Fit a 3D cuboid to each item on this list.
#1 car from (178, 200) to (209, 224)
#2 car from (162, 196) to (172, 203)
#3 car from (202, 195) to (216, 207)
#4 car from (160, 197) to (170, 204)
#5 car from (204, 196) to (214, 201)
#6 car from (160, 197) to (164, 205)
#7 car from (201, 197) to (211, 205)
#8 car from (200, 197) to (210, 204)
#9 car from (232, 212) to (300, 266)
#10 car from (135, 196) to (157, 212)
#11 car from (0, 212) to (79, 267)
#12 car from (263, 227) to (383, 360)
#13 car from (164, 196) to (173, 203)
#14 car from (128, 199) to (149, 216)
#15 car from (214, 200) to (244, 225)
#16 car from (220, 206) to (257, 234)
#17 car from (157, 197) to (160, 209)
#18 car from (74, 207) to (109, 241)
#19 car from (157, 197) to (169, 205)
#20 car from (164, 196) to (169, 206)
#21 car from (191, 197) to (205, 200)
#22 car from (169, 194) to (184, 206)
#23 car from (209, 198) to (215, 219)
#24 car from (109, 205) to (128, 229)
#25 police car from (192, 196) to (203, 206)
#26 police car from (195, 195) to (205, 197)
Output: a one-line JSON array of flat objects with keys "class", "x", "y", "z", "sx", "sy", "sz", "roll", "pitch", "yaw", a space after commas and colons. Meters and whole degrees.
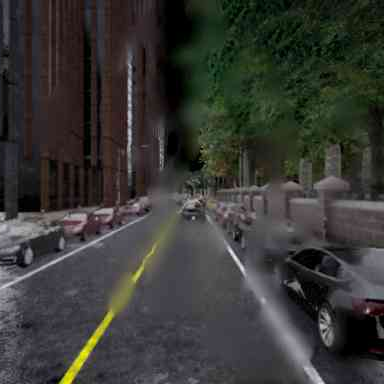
[{"class": "car", "x": 0.106, "y": 1.596, "z": 25.872, "sx": 1.837, "sy": 1.490, "sz": 4.892, "roll": 0, "pitch": 0, "yaw": 0}, {"class": "car", "x": -5.744, "y": 1.729, "z": 76.919, "sx": 1.967, "sy": 1.590, "sz": 4.097, "roll": 0, "pitch": 0, "yaw": 0}, {"class": "car", "x": 2.776, "y": 1.515, "z": 55.092, "sx": 2.192, "sy": 1.841, "sz": 5.009, "roll": 0, "pitch": 0, "yaw": 0}, {"class": "car", "x": -5.745, "y": 1.811, "z": 71.461, "sx": 1.887, "sy": 1.381, "sz": 4.507, "roll": 0, "pitch": 0, "yaw": 0}, {"class": "car", "x": 2.773, "y": 1.683, "z": 44.348, "sx": 1.752, "sy": 1.417, "sz": 4.829, "roll": 0, "pitch": 0, "yaw": 0}, {"class": "car", "x": -5.751, "y": 1.723, "z": 49.633, "sx": 1.887, "sy": 1.381, "sz": 4.507, "roll": 0, "pitch": 0, "yaw": 0}, {"class": "car", "x": 2.779, "y": 1.770, "z": 66.175, "sx": 1.752, "sy": 1.417, "sz": 4.829, "roll": 0, "pitch": 0, "yaw": 0}, {"class": "car", "x": 2.780, "y": 1.832, "z": 71.461, "sx": 1.947, "sy": 1.339, "sz": 4.313, "roll": 0, "pitch": 0, "yaw": 0}, {"class": "car", "x": 2.765, "y": 1.591, "z": 11.439, "sx": 2.008, "sy": 1.369, "sz": 4.403, "roll": 0, "pitch": 0, "yaw": 0}, {"class": "car", "x": -5.753, "y": 1.451, "z": 38.720, "sx": 2.192, "sy": 1.841, "sz": 5.009, "roll": 0, "pitch": 0, "yaw": 0}, {"class": "car", "x": -5.760, "y": 1.591, "z": 11.434, "sx": 2.008, "sy": 1.369, "sz": 4.403, "roll": 0, "pitch": 0, "yaw": 0}, {"class": "car", "x": 2.764, "y": 1.587, "z": 5.983, "sx": 1.947, "sy": 1.339, "sz": 4.313, "roll": 0, "pitch": 0, "yaw": 0}, {"class": "car", "x": -5.742, "y": 1.836, "z": 82.205, "sx": 1.752, "sy": 1.417, "sz": 4.829, "roll": 0, "pitch": 0, "yaw": 0}, {"class": "car", "x": -5.755, "y": 1.699, "z": 33.262, "sx": 1.802, "sy": 1.307, "sz": 4.206, "roll": 0, "pitch": 0, "yaw": 0}, {"class": "car", "x": 2.768, "y": 1.519, "z": 22.353, "sx": 1.967, "sy": 1.590, "sz": 4.097, "roll": 0, "pitch": 0, "yaw": 0}, {"class": "car", "x": 2.766, "y": 1.610, "z": 16.896, "sx": 2.008, "sy": 1.369, "sz": 4.403, "roll": 0, "pitch": 0, "yaw": 0}, {"class": "car", "x": -5.752, "y": 1.701, "z": 44.176, "sx": 1.887, "sy": 1.381, "sz": 4.507, "roll": 0, "pitch": 0, "yaw": 0}, {"class": "car", "x": -5.759, "y": 1.641, "z": 16.891, "sx": 1.802, "sy": 1.307, "sz": 4.206, "roll": 0, "pitch": 0, "yaw": 0}, {"class": "car", "x": -5.746, "y": 1.795, "z": 66.004, "sx": 2.008, "sy": 1.369, "sz": 4.403, "roll": 0, "pitch": 0, "yaw": 0}, {"class": "car", "x": -5.748, "y": 1.662, "z": 60.548, "sx": 1.967, "sy": 1.590, "sz": 4.097, "roll": 0, "pitch": 0, "yaw": 0}, {"class": "car", "x": 0.100, "y": 1.604, "z": 35.989, "sx": 1.882, "sy": 1.535, "sz": 5.008, "roll": 0, "pitch": 0, "yaw": 0}, {"class": "car", "x": -3.010, "y": 1.447, "z": 61.411, "sx": 2.150, "sy": 2.045, "sz": 5.566, "roll": 0, "pitch": 0, "yaw": 1}, {"class": "car", "x": 2.769, "y": 1.538, "z": 27.809, "sx": 1.967, "sy": 1.590, "sz": 4.097, "roll": 0, "pitch": 0, "yaw": 0}, {"class": "car", "x": -5.757, "y": 1.661, "z": 22.348, "sx": 1.802, "sy": 1.307, "sz": 4.206, "roll": 0, "pitch": 0, "yaw": 0}, {"class": "police car", "x": 0.915, "y": 1.653, "z": 61.837, "sx": 1.930, "sy": 1.638, "sz": 5.238, "roll": 0, "pitch": 0, "yaw": 0}, {"class": "police car", "x": 0.911, "y": 1.589, "z": 45.837, "sx": 1.930, "sy": 1.638, "sz": 5.238, "roll": 0, "pitch": 0, "yaw": 0}]
